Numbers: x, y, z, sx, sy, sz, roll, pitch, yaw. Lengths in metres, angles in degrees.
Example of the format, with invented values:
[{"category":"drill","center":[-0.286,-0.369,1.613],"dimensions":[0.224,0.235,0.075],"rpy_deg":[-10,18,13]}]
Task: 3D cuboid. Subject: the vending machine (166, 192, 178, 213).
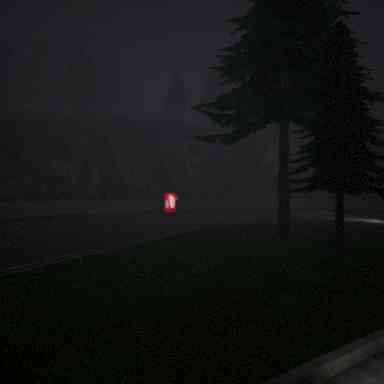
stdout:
[{"category":"vending machine","center":[-2.083,1.104,34.592],"dimensions":[0.880,2.100,1.100],"rpy_deg":[0,0,-26]}]
